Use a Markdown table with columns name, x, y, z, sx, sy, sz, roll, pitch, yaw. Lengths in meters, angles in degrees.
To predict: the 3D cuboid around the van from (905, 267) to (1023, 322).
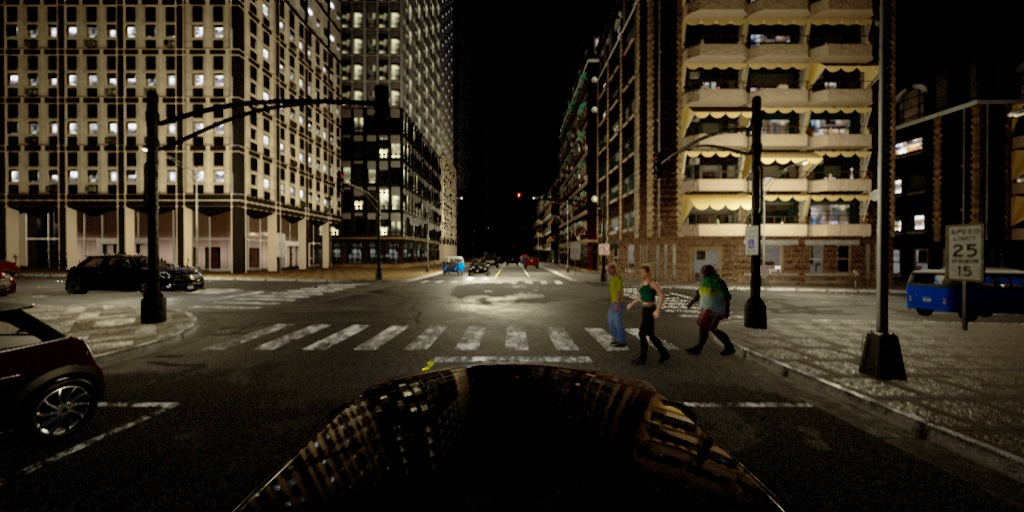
| name | x | y | z | sx | sy | sz | roll | pitch | yaw |
| --- | --- | --- | --- | --- | --- | --- | --- | --- | --- |
| van | 16.926 | 1.397 | 13.031 | 3.998 | 1.789 | 1.690 | 0 | 0 | 0 |

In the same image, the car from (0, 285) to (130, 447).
| name | x | y | z | sx | sy | sz | roll | pitch | yaw |
| --- | --- | --- | --- | --- | --- | --- | --- | --- | --- |
| car | -5.689 | 1.187 | 2.340 | 1.967 | 1.591 | 4.097 | 0 | 0 | 0 |

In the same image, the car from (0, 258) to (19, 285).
| name | x | y | z | sx | sy | sz | roll | pitch | yaw |
| --- | --- | --- | --- | --- | --- | --- | --- | --- | --- |
| car | -21.133 | 0.762 | 13.125 | 4.097 | 1.591 | 1.967 | 0 | 0 | 0 |

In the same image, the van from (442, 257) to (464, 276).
| name | x | y | z | sx | sy | sz | roll | pitch | yaw |
| --- | --- | --- | --- | --- | --- | --- | --- | --- | --- |
| van | -5.649 | 0.934 | 34.814 | 1.690 | 1.789 | 3.998 | 0 | 0 | 0 |

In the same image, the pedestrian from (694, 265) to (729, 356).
| name | x | y | z | sx | sy | sz | roll | pitch | yaw |
| --- | --- | --- | --- | --- | --- | --- | --- | --- | --- |
| pedestrian | 3.917 | 1.017 | 7.058 | 0.375 | 1.860 | 0.375 | 0 | 0 | 0 |

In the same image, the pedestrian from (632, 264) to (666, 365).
| name | x | y | z | sx | sy | sz | roll | pitch | yaw |
| --- | --- | --- | --- | --- | --- | --- | --- | --- | --- |
| pedestrian | 2.466 | 1.020 | 6.460 | 0.375 | 1.860 | 0.375 | 0 | 0 | 0 |

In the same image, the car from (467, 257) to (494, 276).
| name | x | y | z | sx | sy | sz | roll | pitch | yaw |
| --- | --- | --- | --- | --- | --- | --- | --- | --- | --- |
| car | -3.054 | 1.102 | 34.000 | 1.837 | 1.490 | 4.892 | 0 | 0 | 0 |

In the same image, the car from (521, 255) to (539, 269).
| name | x | y | z | sx | sy | sz | roll | pitch | yaw |
| --- | --- | --- | --- | --- | --- | --- | --- | --- | --- |
| car | 2.752 | 0.835 | 51.457 | 2.192 | 1.841 | 5.009 | 0 | 0 | 0 |

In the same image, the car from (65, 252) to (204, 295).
| name | x | y | z | sx | sy | sz | roll | pitch | yaw |
| --- | --- | --- | --- | --- | --- | --- | --- | --- | --- |
| car | -16.320 | 0.751 | 15.714 | 4.553 | 1.767 | 2.097 | 1 | 0 | 0 |

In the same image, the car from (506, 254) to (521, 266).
| name | x | y | z | sx | sy | sz | roll | pitch | yaw |
| --- | --- | --- | --- | --- | --- | --- | --- | --- | --- |
| car | 0.080 | 0.688 | 63.911 | 2.150 | 2.045 | 5.566 | 0 | 0 | 0 |

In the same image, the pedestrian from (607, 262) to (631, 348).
| name | x | y | z | sx | sy | sz | roll | pitch | yaw |
| --- | --- | --- | --- | --- | --- | --- | --- | --- | --- |
| pedestrian | 2.230 | 1.026 | 7.660 | 0.375 | 1.860 | 0.375 | 0 | 0 | 0 |

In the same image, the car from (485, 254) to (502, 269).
| name | x | y | z | sx | sy | sz | roll | pitch | yaw |
| --- | --- | --- | --- | --- | --- | --- | --- | --- | --- |
| car | -3.008 | 0.735 | 52.465 | 2.150 | 2.045 | 5.566 | 0 | 1 | 0 |
